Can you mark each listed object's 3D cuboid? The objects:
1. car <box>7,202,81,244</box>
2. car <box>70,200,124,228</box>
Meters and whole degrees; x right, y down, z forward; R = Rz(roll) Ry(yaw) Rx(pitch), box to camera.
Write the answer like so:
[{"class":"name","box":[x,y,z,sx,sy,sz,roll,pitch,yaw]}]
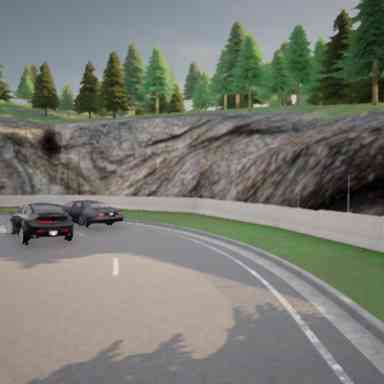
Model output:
[{"class":"car","box":[-6.603,1.228,14.350,1.837,1.490,4.892,2,0,-36]},{"class":"car","box":[-6.262,1.181,18.976,5.357,1.411,2.033,1,1,37]}]
